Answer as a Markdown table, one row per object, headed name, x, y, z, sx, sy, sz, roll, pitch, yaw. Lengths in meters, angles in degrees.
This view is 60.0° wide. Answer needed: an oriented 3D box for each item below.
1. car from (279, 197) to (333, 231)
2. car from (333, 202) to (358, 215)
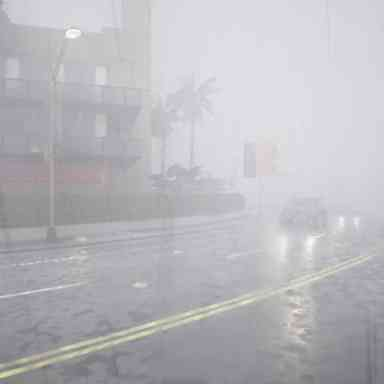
| name | x | y | z | sx | sy | sz | roll | pitch | yaw |
| --- | --- | --- | --- | --- | --- | --- | --- | --- | --- |
| car | 7.609 | 1.358 | 22.196 | 2.150 | 2.045 | 5.566 | 0 | 0 | 32 |
| car | 16.683 | 1.816 | 36.546 | 1.895 | 1.301 | 4.718 | 0 | 0 | 11 |
